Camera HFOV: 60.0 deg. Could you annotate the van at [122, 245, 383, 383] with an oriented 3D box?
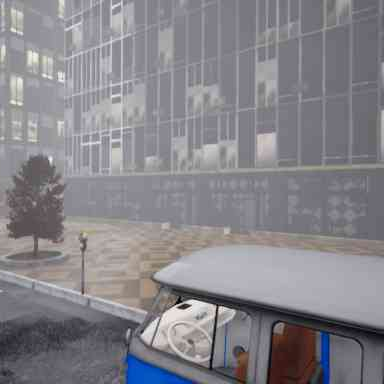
[{"bbox_3d":[1.333,1.341,1.918,3.998,1.788,1.690,0,0,35],"label":"van"}]
